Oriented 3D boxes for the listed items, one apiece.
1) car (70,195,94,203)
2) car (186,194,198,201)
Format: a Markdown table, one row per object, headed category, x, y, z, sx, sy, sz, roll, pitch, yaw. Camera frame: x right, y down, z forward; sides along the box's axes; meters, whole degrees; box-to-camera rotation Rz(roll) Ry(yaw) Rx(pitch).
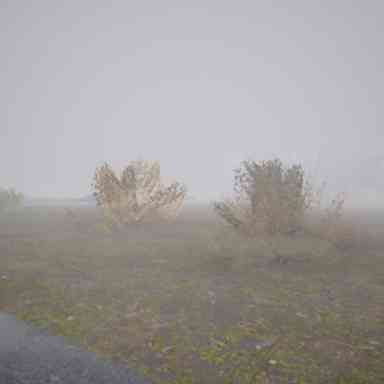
| category | x | y | z | sx | sy | sz | roll | pitch | yaw |
| --- | --- | --- | --- | --- | --- | --- | --- | --- | --- |
| car | -17.608 | 1.150 | 55.808 | 2.033 | 1.411 | 5.357 | 0 | -1 | 36 |
| car | -0.810 | 1.240 | 73.033 | 2.033 | 1.411 | 5.357 | 0 | -1 | 36 |
